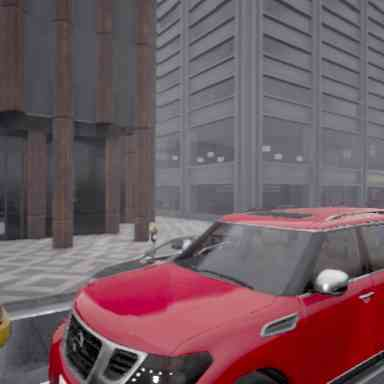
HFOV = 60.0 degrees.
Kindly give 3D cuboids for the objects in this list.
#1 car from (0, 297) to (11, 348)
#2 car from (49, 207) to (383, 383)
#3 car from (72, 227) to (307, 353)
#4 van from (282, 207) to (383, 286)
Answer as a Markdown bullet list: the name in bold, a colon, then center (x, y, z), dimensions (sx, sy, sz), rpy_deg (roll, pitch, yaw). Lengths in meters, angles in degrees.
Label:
- **car**: center (-4.613, 1.509, 3.363), dimensions (4.829, 1.417, 1.752), rpy_deg (1, -1, -35)
- **car**: center (1.241, 1.249, 4.260), dimensions (5.566, 2.045, 2.150), rpy_deg (1, 0, -35)
- **car**: center (0.115, 1.582, 6.732), dimensions (4.403, 1.369, 2.008), rpy_deg (1, -1, -35)
- **van**: center (4.706, 1.420, 10.005), dimensions (3.998, 1.788, 1.690), rpy_deg (1, -1, -35)
